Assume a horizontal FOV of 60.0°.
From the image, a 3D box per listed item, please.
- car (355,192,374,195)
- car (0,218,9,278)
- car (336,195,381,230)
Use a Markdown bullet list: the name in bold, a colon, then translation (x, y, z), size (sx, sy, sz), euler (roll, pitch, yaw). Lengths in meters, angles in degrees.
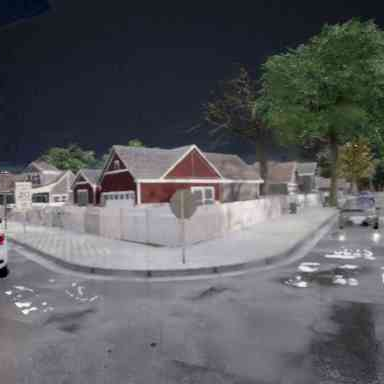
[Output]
- **car**: translation (21.010, 0.636, 40.500), size (1.882, 1.535, 5.008), euler (-2, 0, 28)
- **car**: translation (-7.002, 1.460, 10.045), size (2.150, 2.045, 5.566), euler (-3, 0, -35)
- **car**: translation (9.090, 1.145, 18.160), size (2.128, 1.511, 4.902), euler (-2, 0, 28)
